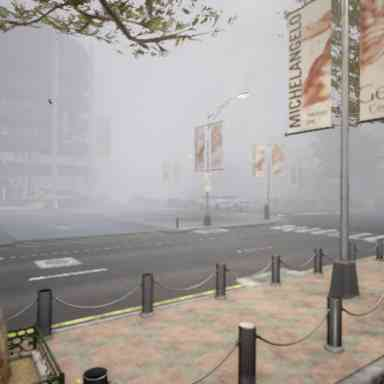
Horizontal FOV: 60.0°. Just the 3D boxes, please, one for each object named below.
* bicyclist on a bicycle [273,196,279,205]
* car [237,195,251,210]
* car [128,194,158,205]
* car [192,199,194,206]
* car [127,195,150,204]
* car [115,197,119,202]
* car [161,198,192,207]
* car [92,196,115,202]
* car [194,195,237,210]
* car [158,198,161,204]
[{"bbox_3d":[15.302,1.604,60.295,1.656,1.620,0.582,0,0,-36],"label":"bicyclist on a bicycle"},{"bbox_3d":[6.017,1.432,48.375,2.150,2.045,5.566,0,0,-35],"label":"car"},{"bbox_3d":[-9.526,1.401,62.048,5.566,2.045,2.150,0,0,40],"label":"car"},{"bbox_3d":[0.288,1.811,56.287,1.895,1.301,4.718,0,0,-37],"label":"car"},{"bbox_3d":[-11.698,1.561,72.345,4.553,1.767,2.097,0,0,26],"label":"car"},{"bbox_3d":[-19.990,1.607,79.409,5.008,1.535,1.882,0,0,12],"label":"car"},{"bbox_3d":[-2.569,1.692,54.242,1.837,1.490,4.892,0,0,-37],"label":"car"},{"bbox_3d":[-20.947,1.621,76.042,4.892,1.490,1.837,0,0,12],"label":"car"},{"bbox_3d":[3.166,1.409,46.345,2.150,2.045,5.566,0,0,-36],"label":"car"},{"bbox_3d":[-6.209,1.804,63.745,4.718,1.301,1.895,0,0,42],"label":"car"}]
